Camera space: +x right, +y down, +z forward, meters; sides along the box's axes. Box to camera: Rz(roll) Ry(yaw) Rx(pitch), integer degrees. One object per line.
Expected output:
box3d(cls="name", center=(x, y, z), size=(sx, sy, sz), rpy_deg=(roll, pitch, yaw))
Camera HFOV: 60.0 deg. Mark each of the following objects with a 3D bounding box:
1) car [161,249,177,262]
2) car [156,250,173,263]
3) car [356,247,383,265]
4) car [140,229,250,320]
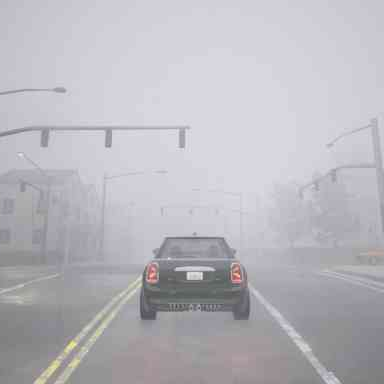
box3d(cls="car", center=(-3.656, 10.343, 54.282), size=(2.150, 2.045, 5.566), rpy_deg=(0, -11, 0))
box3d(cls="car", center=(-3.643, 8.631, 44.402), size=(1.882, 1.535, 5.008), rpy_deg=(0, -11, 0))
box3d(cls="car", center=(16.463, 5.364, 28.070), size=(5.008, 1.535, 1.882), rpy_deg=(0, -11, 1))
box3d(cls="car", center=(0.061, 1.807, 8.234), size=(2.097, 1.767, 4.553), rpy_deg=(0, -7, 0))
